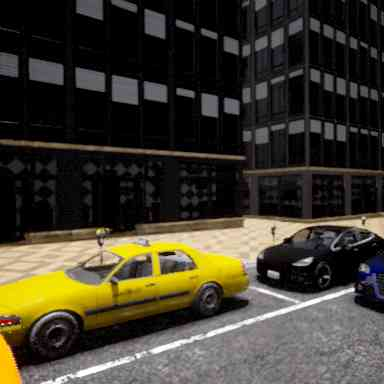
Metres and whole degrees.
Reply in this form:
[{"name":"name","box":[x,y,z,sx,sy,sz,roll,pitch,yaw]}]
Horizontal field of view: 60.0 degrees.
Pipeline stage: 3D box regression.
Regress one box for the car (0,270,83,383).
[{"name":"car","box":[-3.022,1.343,1.184,4.553,1.767,2.097,0,0,-36]}]

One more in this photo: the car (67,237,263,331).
[{"name":"car","box":[-1.120,1.537,5.944,4.829,1.417,1.752,0,-1,-35]}]

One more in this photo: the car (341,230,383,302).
[{"name":"car","box":[5.387,1.603,7.207,4.181,1.385,1.994,0,0,-35]}]

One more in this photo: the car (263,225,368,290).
[{"name":"car","box":[3.711,1.604,9.180,4.313,1.339,1.947,0,-1,-35]}]
